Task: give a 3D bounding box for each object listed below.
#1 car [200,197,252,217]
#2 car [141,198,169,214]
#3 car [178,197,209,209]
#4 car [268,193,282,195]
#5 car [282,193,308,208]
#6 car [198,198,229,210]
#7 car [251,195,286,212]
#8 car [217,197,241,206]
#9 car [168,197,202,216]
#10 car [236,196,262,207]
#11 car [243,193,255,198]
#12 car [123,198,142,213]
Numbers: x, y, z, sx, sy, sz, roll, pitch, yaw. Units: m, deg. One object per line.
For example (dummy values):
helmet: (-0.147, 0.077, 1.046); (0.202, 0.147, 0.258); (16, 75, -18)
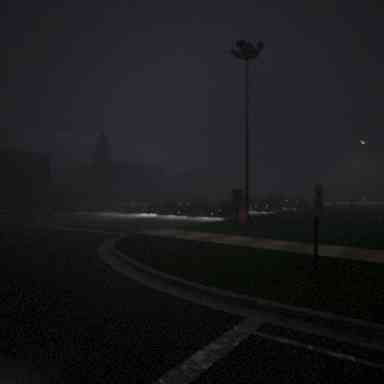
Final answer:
car: (3.274, 1.521, 31.190); (2.033, 1.411, 5.357); (0, 0, 35)
car: (-2.826, 1.525, 34.681); (1.994, 1.385, 4.181); (0, 0, 35)
car: (0.254, 1.459, 45.197); (1.837, 1.490, 4.892); (0, 0, 35)
car: (12.457, 1.188, 50.423); (2.150, 2.045, 5.566); (0, 0, 36)
car: (15.073, 1.325, 48.050); (2.097, 1.767, 4.553); (0, 0, 35)
car: (2.827, 1.486, 42.756); (1.812, 1.442, 4.674); (0, 0, 35)
car: (9.135, 1.478, 39.577); (1.837, 1.490, 4.892); (0, 0, 35)
car: (5.968, 1.518, 53.340); (1.994, 1.385, 4.181); (0, 0, 35)
car: (0.334, 1.514, 33.094); (2.033, 1.411, 5.357); (0, 0, 35)
car: (8.825, 1.438, 51.335); (1.882, 1.535, 5.008); (0, 0, 35)
car: (6.305, 1.188, 41.635); (2.150, 2.045, 5.566); (0, 0, 35)
car: (-5.477, 1.433, 36.997); (1.882, 1.535, 5.008); (0, 0, 35)
